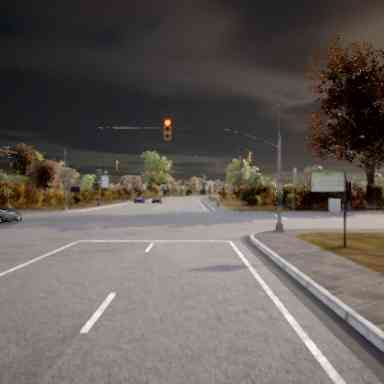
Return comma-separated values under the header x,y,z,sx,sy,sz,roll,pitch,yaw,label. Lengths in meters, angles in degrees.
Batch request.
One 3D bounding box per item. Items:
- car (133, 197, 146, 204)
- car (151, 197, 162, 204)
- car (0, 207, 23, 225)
x,y,z,sx,sy,sz,roll,pitch,yaw,label
-10.475,1.697,66.757,2.033,1.411,5.357,0,0,0,car
-6.976,1.697,66.746,2.033,1.411,5.357,0,0,0,car
-14.744,1.629,23.879,4.892,1.490,1.837,1,0,3,car
